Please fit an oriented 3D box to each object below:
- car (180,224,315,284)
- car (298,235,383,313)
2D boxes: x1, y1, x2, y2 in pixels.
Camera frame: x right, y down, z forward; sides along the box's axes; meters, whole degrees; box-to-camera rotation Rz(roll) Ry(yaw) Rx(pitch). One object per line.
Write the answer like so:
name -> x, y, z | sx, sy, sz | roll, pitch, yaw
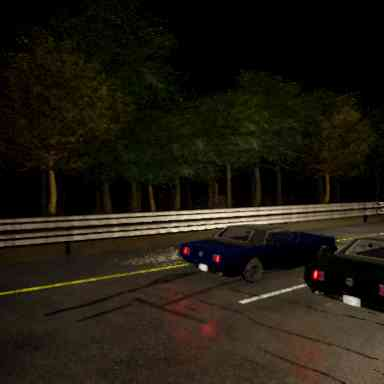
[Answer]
car -> 2.085, 1.574, 9.527 | 4.718, 1.301, 1.895 | 0, 0, -35
car -> 4.552, 1.572, 6.985 | 4.718, 1.301, 1.895 | 0, 0, -35
